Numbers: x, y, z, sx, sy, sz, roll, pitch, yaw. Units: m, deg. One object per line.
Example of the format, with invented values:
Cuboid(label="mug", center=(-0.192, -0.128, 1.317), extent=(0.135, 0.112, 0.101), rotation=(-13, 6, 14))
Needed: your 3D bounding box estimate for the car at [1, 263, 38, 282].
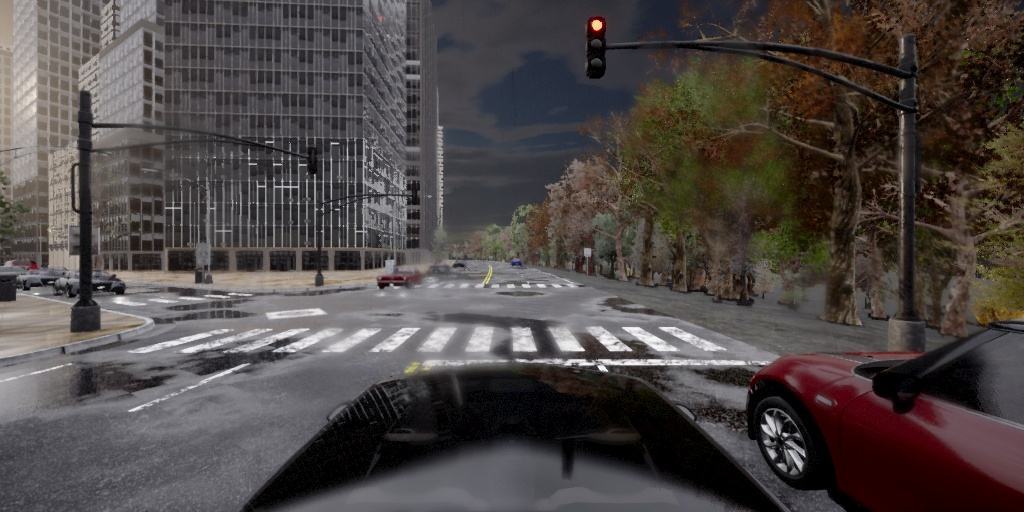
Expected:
Cuboid(label="car", center=(-41.283, 1.585, 29.548), extent=(4.892, 1.490, 1.837), rotation=(0, 0, 28))

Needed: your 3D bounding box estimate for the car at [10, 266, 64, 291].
Cuboid(label="car", center=(-32.131, 1.565, 24.576), extent=(4.181, 1.385, 1.994), rotation=(0, 0, 29))

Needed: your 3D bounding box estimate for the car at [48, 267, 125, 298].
Cuboid(label="car", center=(-23.394, 1.491, 19.835), extent=(4.181, 1.385, 1.994), rotation=(0, 0, 29))

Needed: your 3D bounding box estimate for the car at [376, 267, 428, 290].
Cuboid(label="car", center=(-6.891, 1.356, 22.612), extent=(1.895, 1.301, 4.718), rotation=(0, 0, -1))

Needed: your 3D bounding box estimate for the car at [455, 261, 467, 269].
Cuboid(label="car", center=(-8.378, 1.378, 57.875), extent=(1.895, 1.301, 4.718), rotation=(0, 0, -3))

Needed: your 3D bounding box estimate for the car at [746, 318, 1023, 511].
Cuboid(label="car", center=(3.320, 1.070, 1.725), extent=(2.097, 1.767, 4.553), rotation=(-1, -1, 2))

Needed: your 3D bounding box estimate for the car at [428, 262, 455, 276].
Cuboid(label="car", center=(-7.329, 1.326, 36.339), extent=(1.994, 1.385, 4.181), rotation=(0, 0, -2))
